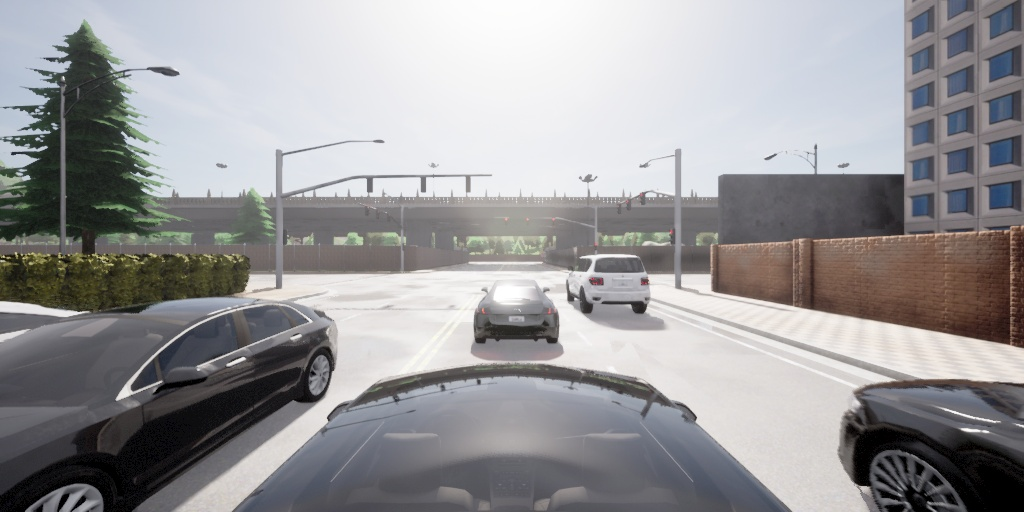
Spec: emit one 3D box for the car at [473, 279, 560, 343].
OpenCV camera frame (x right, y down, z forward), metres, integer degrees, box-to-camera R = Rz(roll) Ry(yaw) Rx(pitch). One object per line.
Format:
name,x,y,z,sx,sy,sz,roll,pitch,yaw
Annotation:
car,0.099,1.314,9.655,1.994,1.385,4.181,0,0,0

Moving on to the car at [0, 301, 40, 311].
car,-7.071,1.276,3.866,1.812,1.442,4.674,0,0,0

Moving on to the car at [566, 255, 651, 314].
car,3.499,0.971,13.998,2.150,2.045,5.566,0,0,0

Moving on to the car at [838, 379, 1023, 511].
car,3.593,1.241,0.917,2.128,1.511,4.902,0,0,0

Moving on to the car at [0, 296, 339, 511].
car,-3.569,1.254,3.569,1.837,1.490,4.892,0,0,0
